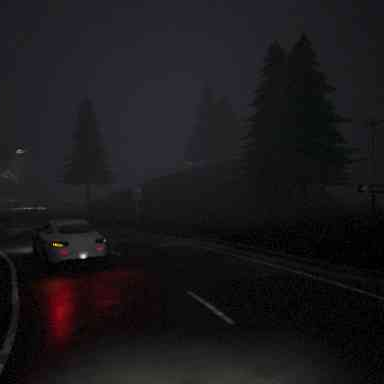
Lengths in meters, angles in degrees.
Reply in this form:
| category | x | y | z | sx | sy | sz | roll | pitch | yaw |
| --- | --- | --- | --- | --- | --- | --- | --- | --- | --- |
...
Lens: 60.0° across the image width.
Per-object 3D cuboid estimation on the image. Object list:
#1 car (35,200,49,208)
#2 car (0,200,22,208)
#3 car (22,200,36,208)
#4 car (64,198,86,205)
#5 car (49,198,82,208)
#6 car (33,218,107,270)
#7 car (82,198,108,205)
| category | x | y | z | sx | sy | sz | roll | pitch | yaw |
| --- | --- | --- | --- | --- | --- | --- | --- | --- | --- |
| car | -26.423 | 2.231 | 62.323 | 1.994 | 1.385 | 4.181 | -1 | 0 | 26 |
| car | -33.964 | 2.266 | 62.859 | 1.882 | 1.535 | 5.008 | -1 | 0 | 26 |
| car | -29.634 | 2.281 | 63.720 | 1.994 | 1.385 | 4.181 | -1 | 0 | 26 |
| car | -27.008 | 2.202 | 76.936 | 1.882 | 1.535 | 5.008 | -1 | 0 | 26 |
| car | -23.176 | 2.221 | 61.025 | 1.895 | 1.301 | 4.718 | -1 | 0 | 27 |
| car | -4.365 | 1.644 | 11.652 | 1.812 | 1.442 | 4.674 | -1 | 0 | -31 |
| car | -22.714 | 2.211 | 77.726 | 2.128 | 1.511 | 4.902 | -1 | 0 | 26 |
